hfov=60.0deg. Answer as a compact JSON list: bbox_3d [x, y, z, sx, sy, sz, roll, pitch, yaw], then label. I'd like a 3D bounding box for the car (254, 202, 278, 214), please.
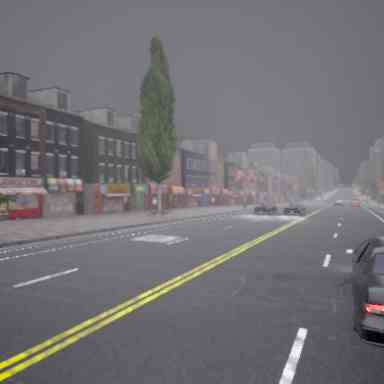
[{"bbox_3d":[8.626,1.861,38.782,1.895,1.301,4.718,0,-1,25],"label":"car"}]

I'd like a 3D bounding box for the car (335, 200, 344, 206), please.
[{"bbox_3d":[37.145,2.726,83.789,1.812,1.442,4.674,0,-2,25],"label":"car"}]

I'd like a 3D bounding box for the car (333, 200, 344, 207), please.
[{"bbox_3d":[32.867,2.622,74.760,1.895,1.301,4.718,0,-2,25],"label":"car"}]

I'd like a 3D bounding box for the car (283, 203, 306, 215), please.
[{"bbox_3d":[11.562,1.866,37.390,1.895,1.301,4.718,0,-1,25],"label":"car"}]

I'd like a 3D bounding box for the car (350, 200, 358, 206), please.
[{"bbox_3d":[40.082,2.731,82.397,1.812,1.442,4.674,0,-2,25],"label":"car"}]

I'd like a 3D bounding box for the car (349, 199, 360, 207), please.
[{"bbox_3d":[35.781,2.385,73.320,2.097,1.767,4.553,0,-2,25],"label":"car"}]

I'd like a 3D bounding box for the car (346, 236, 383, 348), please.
[{"bbox_3d":[4.002,1.562,6.257,2.033,1.411,5.357,0,0,25],"label":"car"}]
